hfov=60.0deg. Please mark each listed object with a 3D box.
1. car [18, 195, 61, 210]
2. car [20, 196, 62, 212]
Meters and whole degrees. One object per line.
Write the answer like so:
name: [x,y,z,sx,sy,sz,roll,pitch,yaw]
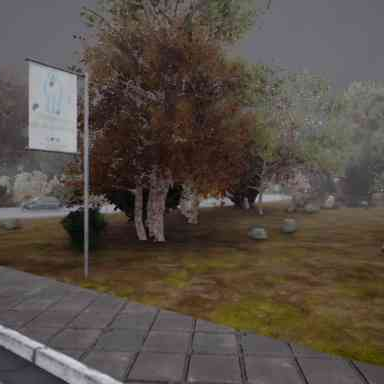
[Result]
car: [-19.534,1.341,42.826,2.097,1.767,4.553,0,0,38]
car: [-17.694,1.555,39.510,1.994,1.385,4.181,0,0,38]
